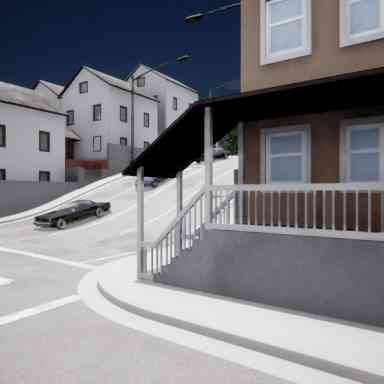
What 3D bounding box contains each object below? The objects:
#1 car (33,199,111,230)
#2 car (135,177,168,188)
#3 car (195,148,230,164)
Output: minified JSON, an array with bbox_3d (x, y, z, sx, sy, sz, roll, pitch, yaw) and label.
[{"bbox_3d":[-7.528,1.290,21.125,1.895,1.301,4.718,0,11,34],"label":"car"},{"bbox_3d":[-2.898,-1.522,27.921,1.812,1.442,4.674,-1,19,33],"label":"car"},{"bbox_3d":[2.170,-3.893,35.296,1.895,1.301,4.718,0,12,36],"label":"car"}]
